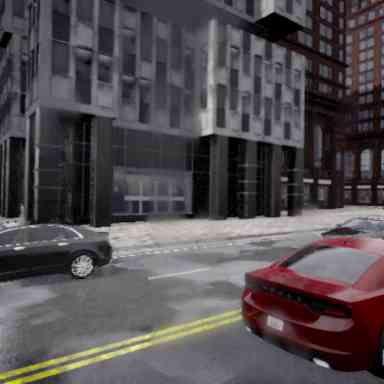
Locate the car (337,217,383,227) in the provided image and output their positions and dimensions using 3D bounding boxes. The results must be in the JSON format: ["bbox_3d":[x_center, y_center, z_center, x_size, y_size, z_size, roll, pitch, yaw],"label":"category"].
[{"bbox_3d":[6.480,1.655,12.286,4.181,1.385,1.994,1,0,-35],"label":"car"}]

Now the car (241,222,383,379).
[{"bbox_3d":[3.067,1.518,5.623,5.008,1.535,1.882,0,0,-35],"label":"car"}]

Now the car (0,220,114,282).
[{"bbox_3d":[-4.472,1.514,8.479,4.892,1.490,1.837,0,0,-35],"label":"car"}]
